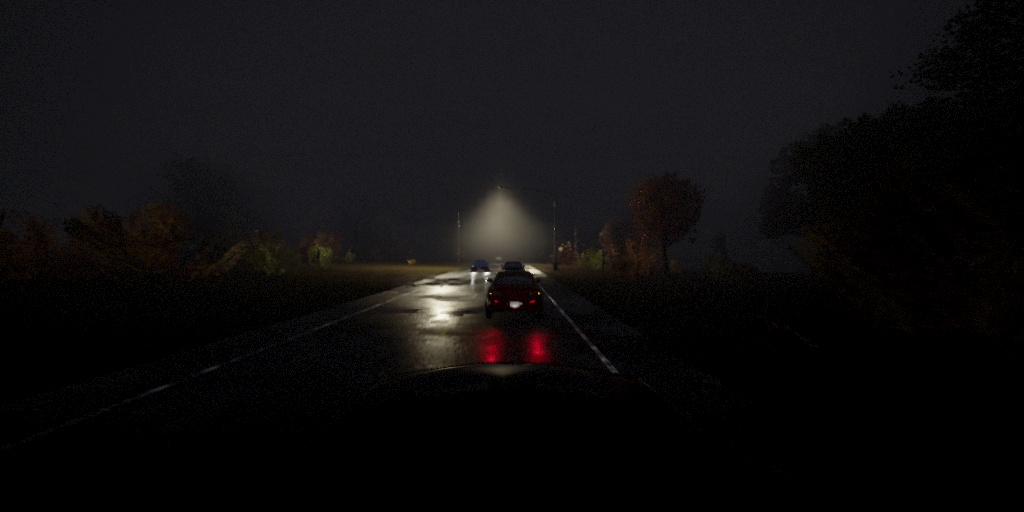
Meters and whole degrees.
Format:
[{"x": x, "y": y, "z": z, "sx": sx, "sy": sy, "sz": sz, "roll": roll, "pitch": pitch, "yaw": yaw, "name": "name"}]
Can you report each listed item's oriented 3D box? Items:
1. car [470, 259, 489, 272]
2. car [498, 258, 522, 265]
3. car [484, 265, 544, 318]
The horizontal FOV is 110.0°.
[{"x": -3.598, "y": 1.057, "z": 41.503, "sx": 1.812, "sy": 1.442, "sz": 4.674, "roll": 0, "pitch": 0, "yaw": 0, "name": "car"}, {"x": 0.083, "y": 1.127, "z": 27.991, "sx": 1.812, "sy": 1.442, "sz": 4.674, "roll": 0, "pitch": 0, "yaw": 0, "name": "car"}, {"x": 0.086, "y": 1.213, "z": 12.629, "sx": 1.812, "sy": 1.442, "sz": 4.674, "roll": 0, "pitch": 0, "yaw": 0, "name": "car"}]
